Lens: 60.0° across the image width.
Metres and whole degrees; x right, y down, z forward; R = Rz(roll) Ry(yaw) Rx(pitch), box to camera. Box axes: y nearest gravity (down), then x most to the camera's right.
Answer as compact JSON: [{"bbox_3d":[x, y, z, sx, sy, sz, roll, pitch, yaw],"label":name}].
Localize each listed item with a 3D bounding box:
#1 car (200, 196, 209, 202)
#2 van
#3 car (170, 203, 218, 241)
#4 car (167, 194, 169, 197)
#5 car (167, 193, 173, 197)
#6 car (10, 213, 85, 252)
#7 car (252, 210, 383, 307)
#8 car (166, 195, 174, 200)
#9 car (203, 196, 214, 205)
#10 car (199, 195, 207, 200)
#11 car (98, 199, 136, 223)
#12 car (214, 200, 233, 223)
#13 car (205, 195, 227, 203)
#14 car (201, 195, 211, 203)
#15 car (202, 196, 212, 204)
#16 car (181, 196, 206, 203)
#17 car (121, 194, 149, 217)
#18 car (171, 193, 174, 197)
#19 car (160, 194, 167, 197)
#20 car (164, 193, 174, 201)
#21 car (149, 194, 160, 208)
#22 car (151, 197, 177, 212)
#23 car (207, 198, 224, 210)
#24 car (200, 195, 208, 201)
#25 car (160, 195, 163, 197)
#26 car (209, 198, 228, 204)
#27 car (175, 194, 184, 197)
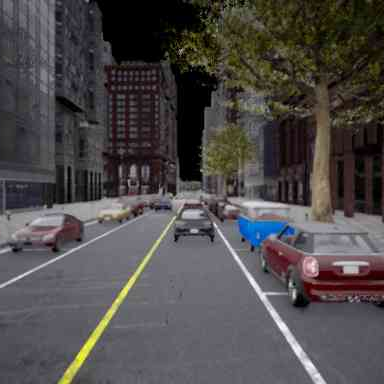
[{"bbox_3d":[2.877,1.500,75.593,1.802,1.307,4.206,0,0,0],"label":"car"},{"bbox_3d":[2.862,1.304,13.558,1.690,1.788,3.998,0,0,0],"label":"van"},{"bbox_3d":[0.099,1.481,16.424,1.812,1.442,4.674,0,0,0],"label":"car"},{"bbox_3d":[-5.652,1.459,58.683,1.887,1.381,4.507,0,0,0],"label":"car"},{"bbox_3d":[-5.650,1.480,69.961,1.947,1.339,4.313,0,0,0],"label":"car"},{"bbox_3d":[-5.664,1.545,13.574,1.802,1.307,4.206,0,0,0],"label":"car"},{"bbox_3d":[2.860,1.418,7.919,1.967,1.590,4.097,0,0,0],"label":"car"},{"bbox_3d":[-5.645,1.510,86.877,1.802,1.307,4.206,0,0,0],"label":"car"},{"bbox_3d":[2.872,1.440,58.845,1.752,1.417,4.829,0,0,0],"label":"car"},{"bbox_3d":[2.880,1.494,86.872,1.947,1.339,4.313,0,0,0],"label":"car"},{"bbox_3d":[-5.662,1.463,24.681,1.752,1.417,4.829,0,0,0],"label":"car"},{"bbox_3d":[2.863,1.519,24.838,1.802,1.307,4.206,0,0,0],"label":"car"},{"bbox_3d":[2.866,1.243,36.116,2.192,1.841,5.009,0,0,0],"label":"car"},{"bbox_3d":[2.875,1.355,69.954,1.967,1.590,4.097,0,0,0],"label":"car"},{"bbox_3d":[2.874,1.496,64.314,1.802,1.307,4.206,0,0,0],"label":"car"},{"bbox_3d":[0.112,1.408,32.366,1.882,1.535,5.008,0,0,0],"label":"car"},{"bbox_3d":[-5.661,1.247,30.488,2.192,1.841,5.009,0,0,0],"label":"car"},{"bbox_3d":[-5.648,1.483,75.599,1.947,1.339,4.313,0,0,0],"label":"car"},{"bbox_3d":[-5.654,1.232,53.044,2.192,1.841,5.009,0,0,0],"label":"car"},{"bbox_3d":[-5.647,1.236,81.237,2.192,1.841,5.009,0,0,0],"label":"car"},{"bbox_3d":[-5.658,1.239,41.767,2.192,1.841,5.009,0,0,0],"label":"car"},{"bbox_3d":[-3.087,1.528,37.181,1.895,1.301,4.718,0,0,0],"label":"car"},{"bbox_3d":[2.868,1.469,41.756,1.887,1.381,4.507,0,0,0],"label":"car"},{"bbox_3d":[2.878,1.487,81.232,1.947,1.339,4.313,0,0,0],"label":"car"},{"bbox_3d":[-5.655,1.486,47.406,1.947,1.339,4.313,0,0,0],"label":"car"},{"bbox_3d":[2.865,1.498,30.476,1.947,1.339,4.313,0,0,0],"label":"car"},{"bbox_3d":[-2.978,1.175,78.469,1.837,1.490,4.892,0,0,0],"label":"car"}]
